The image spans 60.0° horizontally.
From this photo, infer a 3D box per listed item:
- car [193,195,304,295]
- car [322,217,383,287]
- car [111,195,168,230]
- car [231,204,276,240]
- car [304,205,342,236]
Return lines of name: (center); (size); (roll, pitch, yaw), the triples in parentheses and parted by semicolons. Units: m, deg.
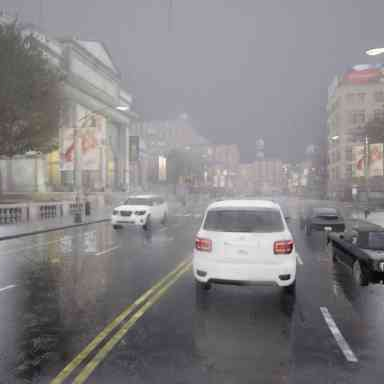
car: (1.471, 1.221, 9.001); (2.150, 2.045, 5.566); (0, 0, 11)
car: (5.089, 1.601, 9.092); (1.895, 1.301, 4.718); (0, 0, 11)
car: (-3.166, 1.207, 21.411); (2.150, 2.045, 5.566); (0, 0, 13)
car: (3.437, 1.492, 18.306); (2.128, 1.511, 4.902); (0, 0, 12)
car: (7.019, 1.505, 18.252); (1.837, 1.490, 4.892); (0, 0, 12)
